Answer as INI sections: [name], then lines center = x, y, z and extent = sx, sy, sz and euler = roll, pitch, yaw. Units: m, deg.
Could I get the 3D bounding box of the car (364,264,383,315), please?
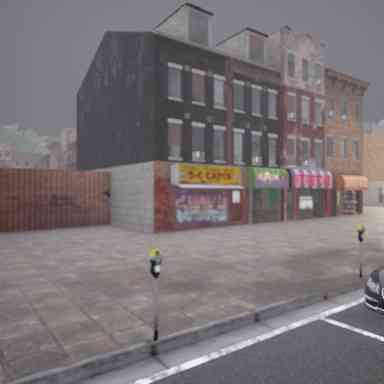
[car]
center = 5.020, 1.506, 6.354
extent = 4.403, 1.369, 2.008
euler = 0, 1, -35
